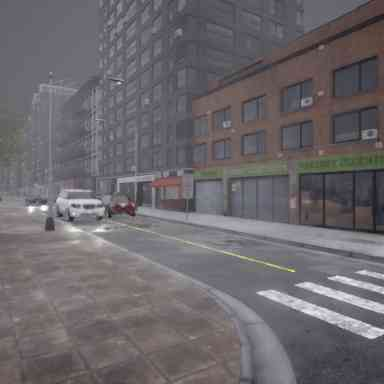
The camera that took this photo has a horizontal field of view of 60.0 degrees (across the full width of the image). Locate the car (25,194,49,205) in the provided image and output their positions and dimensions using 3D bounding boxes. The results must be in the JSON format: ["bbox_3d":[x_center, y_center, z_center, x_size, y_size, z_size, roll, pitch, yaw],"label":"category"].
[{"bbox_3d":[-19.789,0.969,41.908,1.895,1.301,4.718,0,0,-32],"label":"car"}]

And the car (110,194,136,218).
[{"bbox_3d":[-6.067,0.960,25.601,2.097,1.767,4.553,0,1,-32],"label":"car"}]

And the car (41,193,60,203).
[{"bbox_3d":[-20.895,0.922,48.974,1.994,1.385,4.181,0,0,-32],"label":"car"}]

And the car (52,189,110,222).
[{"bbox_3d":[-7.744,0.835,22.738,2.150,2.045,5.566,0,1,-32],"label":"car"}]
